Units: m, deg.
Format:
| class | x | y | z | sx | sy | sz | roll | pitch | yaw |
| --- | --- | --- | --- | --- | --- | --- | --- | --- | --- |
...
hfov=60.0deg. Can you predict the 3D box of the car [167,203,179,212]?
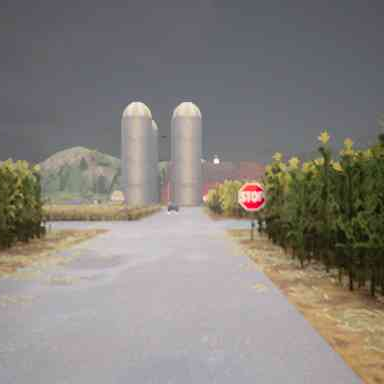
| class | x | y | z | sx | sy | sz | roll | pitch | yaw |
| --- | --- | --- | --- | --- | --- | --- | --- | --- | --- |
| car | -3.136 | 2.591 | 55.840 | 2.033 | 1.411 | 5.357 | 0 | -1 | 0 |
